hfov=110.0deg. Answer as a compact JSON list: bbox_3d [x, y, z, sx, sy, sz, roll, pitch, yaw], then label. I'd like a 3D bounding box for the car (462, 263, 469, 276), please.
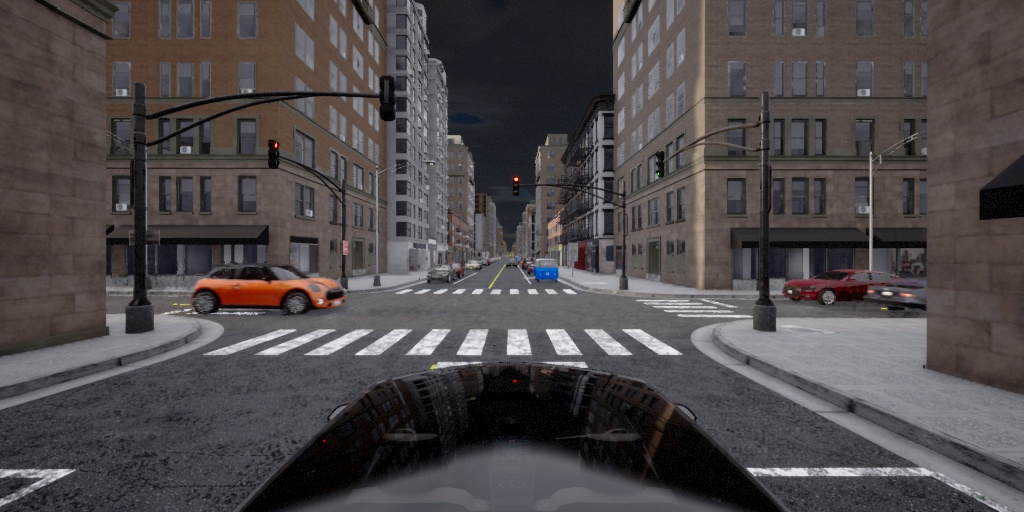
[{"bbox_3d":[-5.447,1.293,33.614,1.888,1.381,4.507,0,0,0],"label":"car"}]

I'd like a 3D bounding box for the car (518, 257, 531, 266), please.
[{"bbox_3d":[2.536,1.055,56.363,2.192,1.841,5.009,0,0,0],"label":"car"}]

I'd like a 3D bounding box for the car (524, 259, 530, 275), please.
[{"bbox_3d":[2.568,1.330,39.318,1.802,1.307,4.207,0,0,0],"label":"car"}]

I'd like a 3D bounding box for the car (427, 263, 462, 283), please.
[{"bbox_3d":[-5.436,1.299,27.932,2.007,1.370,4.403,0,0,0],"label":"car"}]

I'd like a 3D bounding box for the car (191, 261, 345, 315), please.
[{"bbox_3d":[-8.481,1.059,12.790,4.553,1.767,2.097,1,0,0],"label":"car"}]

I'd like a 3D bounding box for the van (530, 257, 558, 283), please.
[{"bbox_3d":[2.589,1.089,27.956,1.690,1.789,3.998,0,0,0],"label":"van"}]

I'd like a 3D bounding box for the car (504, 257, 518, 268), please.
[{"bbox_3d":[-0.013,1.337,61.567,1.895,1.301,4.718,0,0,0],"label":"car"}]

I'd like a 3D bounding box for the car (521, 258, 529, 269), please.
[{"bbox_3d":[2.547,1.326,50.681,1.802,1.307,4.207,0,0,0],"label":"car"}]

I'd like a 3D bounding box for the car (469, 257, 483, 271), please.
[{"bbox_3d":[-5.478,1.269,50.490,1.751,1.417,4.829,0,0,0],"label":"car"}]

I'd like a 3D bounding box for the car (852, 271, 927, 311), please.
[{"bbox_3d":[15.954,1.404,12.872,5.357,1.411,2.033,0,0,0],"label":"car"}]

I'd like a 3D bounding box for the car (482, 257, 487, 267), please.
[{"bbox_3d":[-5.489,1.306,56.342,1.948,1.339,4.313,0,0,0],"label":"car"}]

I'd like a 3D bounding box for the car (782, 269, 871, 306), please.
[{"bbox_3d":[14.789,1.326,15.820,5.008,1.535,1.882,0,0,1],"label":"car"}]
